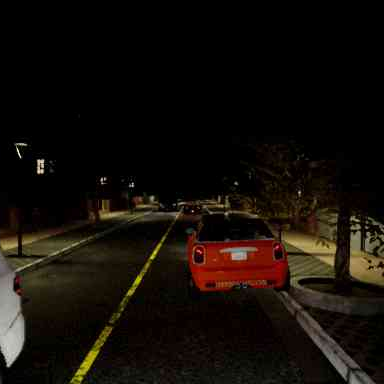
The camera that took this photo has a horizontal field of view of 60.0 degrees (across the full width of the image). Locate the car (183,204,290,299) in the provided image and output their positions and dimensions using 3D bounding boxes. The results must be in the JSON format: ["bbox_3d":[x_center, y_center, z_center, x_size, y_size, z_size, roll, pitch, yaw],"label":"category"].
[{"bbox_3d":[0.921,1.311,8.642,2.097,1.767,4.553,-3,-1,0],"label":"car"}]

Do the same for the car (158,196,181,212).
[{"bbox_3d":[-2.753,1.422,39.405,2.097,1.767,4.553,0,0,0],"label":"car"}]

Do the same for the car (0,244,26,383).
[{"bbox_3d":[-2.851,1.222,1.299,2.150,2.045,5.566,0,0,0],"label":"car"}]

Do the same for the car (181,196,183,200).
[{"bbox_3d":[-2.755,1.715,79.571,2.128,1.511,4.902,0,0,0],"label":"car"}]

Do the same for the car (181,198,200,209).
[{"bbox_3d":[0.070,1.662,35.857,1.895,1.301,4.718,0,0,0],"label":"car"}]
